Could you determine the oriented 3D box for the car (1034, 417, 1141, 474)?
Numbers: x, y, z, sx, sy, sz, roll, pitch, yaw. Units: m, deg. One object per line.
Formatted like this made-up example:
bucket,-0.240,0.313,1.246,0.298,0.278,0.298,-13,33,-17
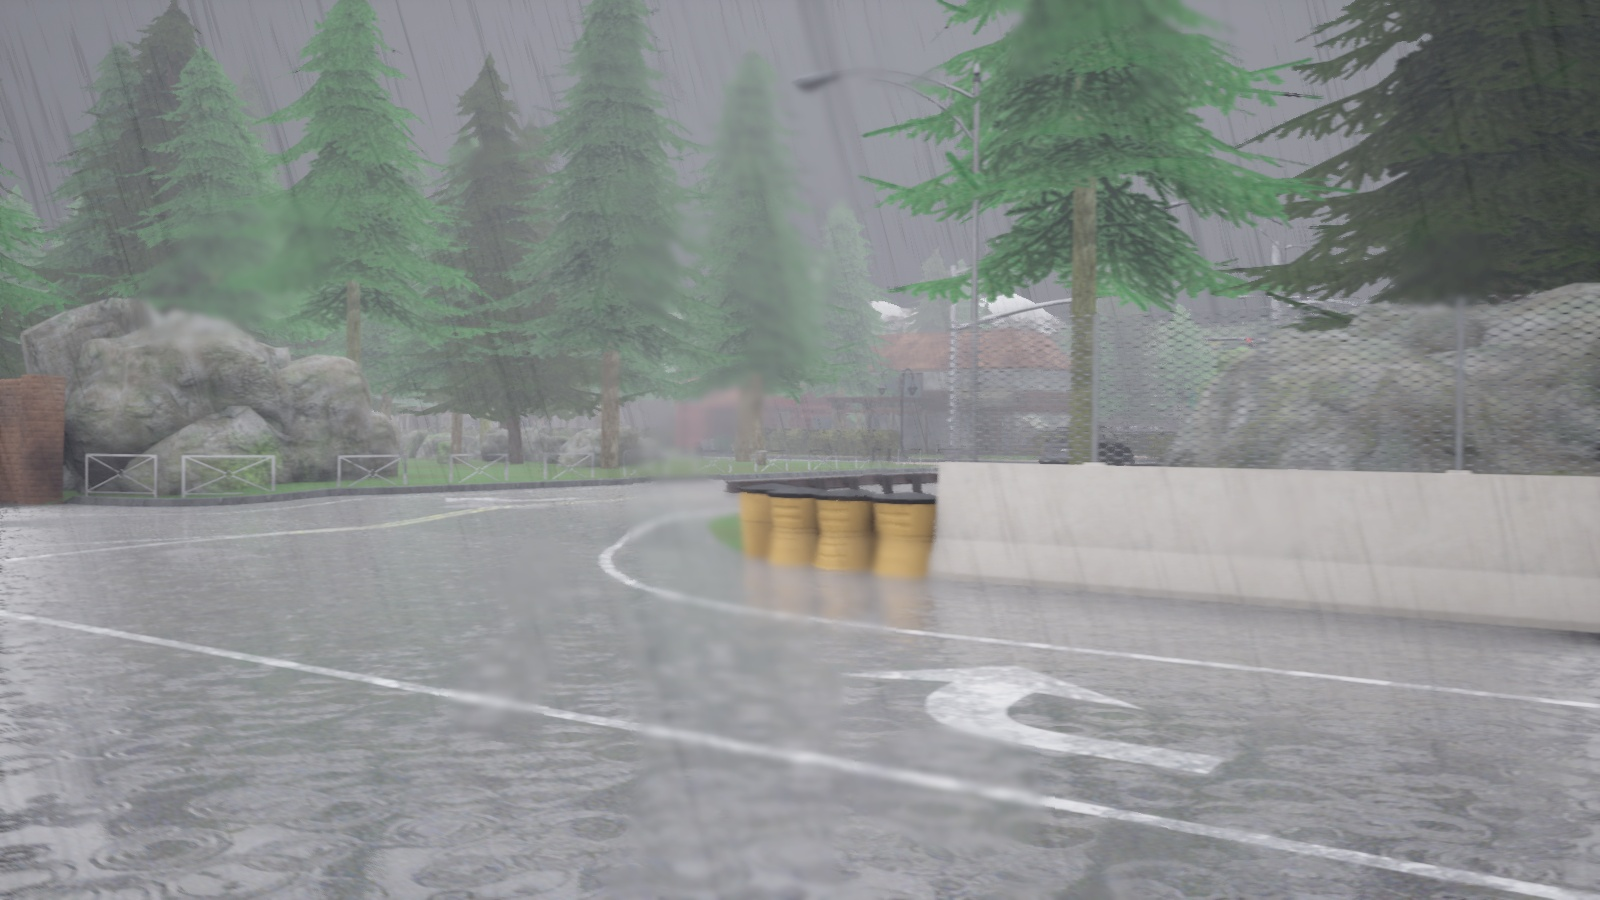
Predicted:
car,8.761,-0.165,38.028,1.851,1.617,3.988,0,1,34
